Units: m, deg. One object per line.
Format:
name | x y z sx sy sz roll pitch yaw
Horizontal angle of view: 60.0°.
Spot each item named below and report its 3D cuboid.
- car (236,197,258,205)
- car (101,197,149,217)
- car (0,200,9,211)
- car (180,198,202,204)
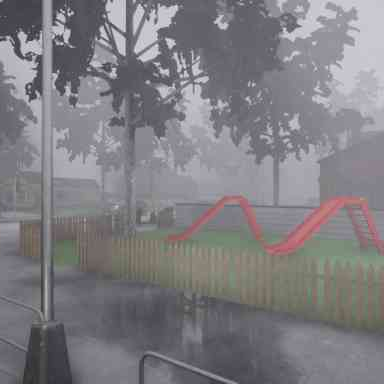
car | 8.562 1.492 51.459 2.128 1.511 4.902 0 0 36
car | -6.171 1.352 30.910 2.097 1.767 4.553 0 0 35
car | -20.302 1.300 33.463 4.181 1.381 1.994 0 0 35
car | 0.017 1.491 39.582 2.128 1.511 4.902 0 0 36
